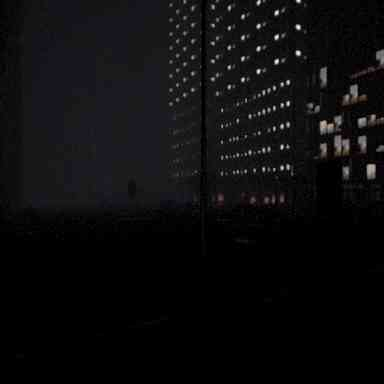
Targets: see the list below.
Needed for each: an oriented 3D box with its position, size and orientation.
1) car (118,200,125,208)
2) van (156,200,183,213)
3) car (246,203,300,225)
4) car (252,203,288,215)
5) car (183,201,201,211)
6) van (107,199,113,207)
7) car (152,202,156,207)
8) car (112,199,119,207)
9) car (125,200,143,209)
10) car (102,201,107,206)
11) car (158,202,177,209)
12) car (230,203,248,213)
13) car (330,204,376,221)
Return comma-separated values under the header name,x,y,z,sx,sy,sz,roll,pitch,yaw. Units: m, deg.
name,x,y,z,sx,sy,sz,roll,pitch,yaw
car,-12.769,2.541,66.587,1.752,1.417,4.829,-1,-1,-26
van,-3.154,1.953,46.440,1.690,1.788,3.998,-1,-1,-26
car,6.543,1.769,26.134,2.008,1.369,4.403,-1,-1,-26
car,9.259,2.001,39.897,1.947,1.339,4.313,-1,-1,-26
car,-0.374,2.204,53.966,1.882,1.535,5.008,0,-1,-25
van,-17.692,2.569,76.892,1.690,1.788,3.998,-1,-1,-26
car,-7.702,2.728,75.425,1.802,1.307,4.206,-1,-1,-26
car,-15.265,2.668,71.815,1.887,1.381,4.507,-1,-1,-26
car,-10.419,2.466,61.664,2.008,1.369,4.403,-1,-1,-26
car,-22.533,2.984,87.041,1.887,1.381,4.507,-1,-1,-26
car,-4.699,2.507,62.916,1.895,1.301,4.718,0,-1,-26
car,6.836,2.100,44.972,1.947,1.339,4.313,-1,-1,-26
car,14.105,1.792,29.745,2.008,1.369,4.403,-1,-1,-26
